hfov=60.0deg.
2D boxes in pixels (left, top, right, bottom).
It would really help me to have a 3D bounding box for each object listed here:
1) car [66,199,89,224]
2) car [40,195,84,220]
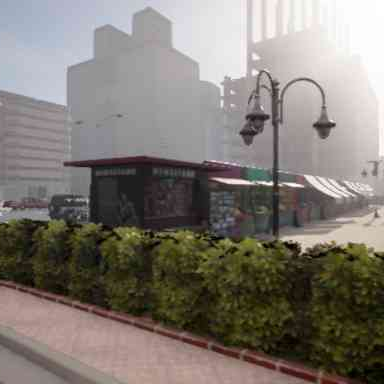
[{"bbox_3d":[-5.954,1.365,22.112,1.970,1.475,3.806,0,0,34],"label":"car"},{"bbox_3d":[-8.347,1.121,23.741,1.905,1.878,3.866,0,0,34],"label":"car"}]
